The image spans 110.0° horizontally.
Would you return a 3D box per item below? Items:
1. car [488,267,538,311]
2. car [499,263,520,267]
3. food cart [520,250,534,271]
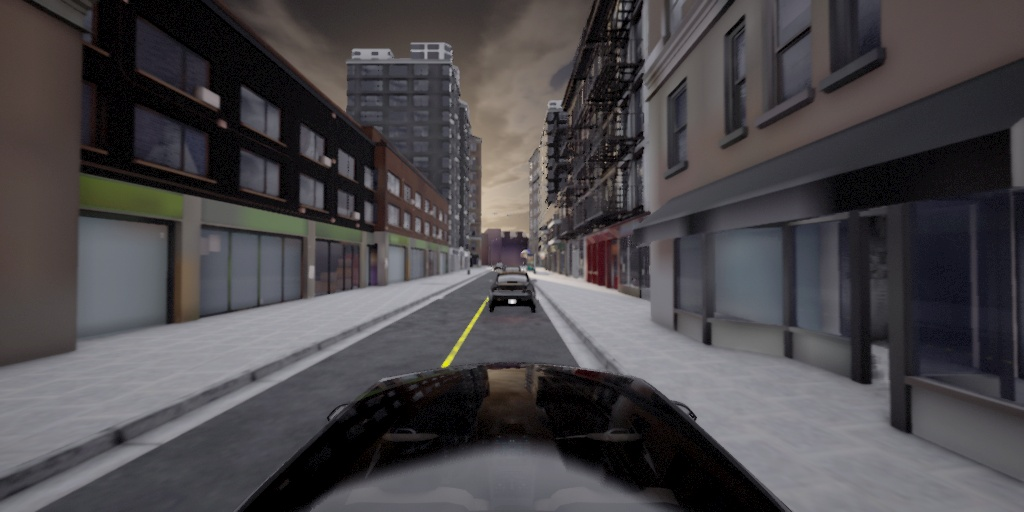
[{"bbox_3d":[0.032,1.401,15.359,1.837,1.490,4.892,0,0,1],"label":"car"},{"bbox_3d":[0.046,1.566,30.354,1.837,1.490,4.892,0,0,1],"label":"car"},{"bbox_3d":[2.938,0.851,58.804,2.280,3.560,4.660,0,0,0],"label":"food cart"}]
